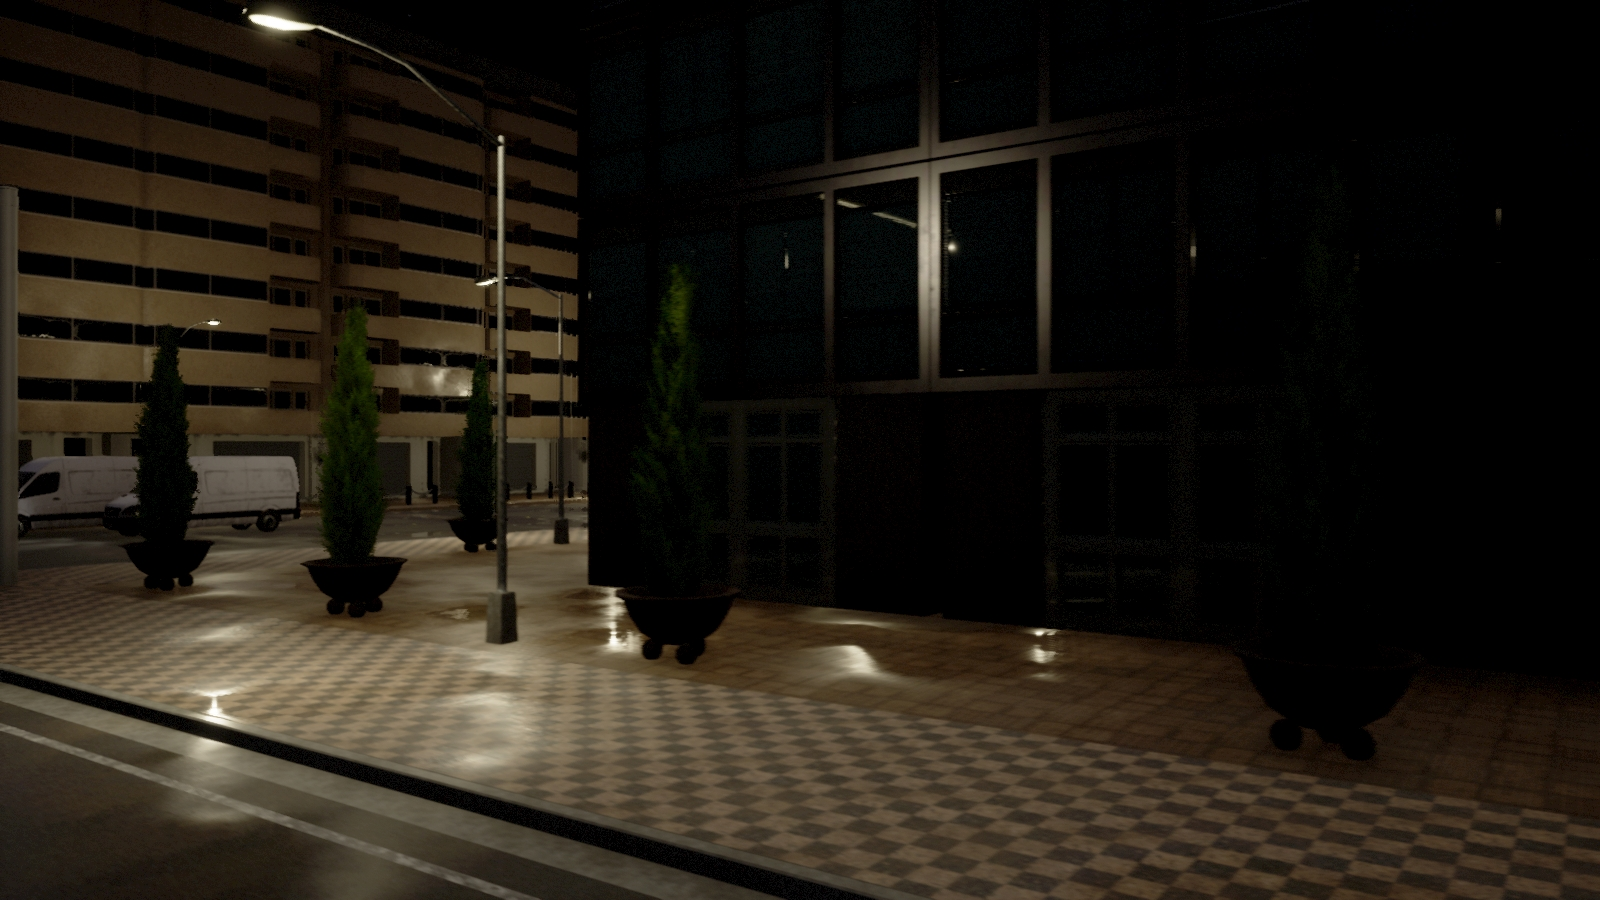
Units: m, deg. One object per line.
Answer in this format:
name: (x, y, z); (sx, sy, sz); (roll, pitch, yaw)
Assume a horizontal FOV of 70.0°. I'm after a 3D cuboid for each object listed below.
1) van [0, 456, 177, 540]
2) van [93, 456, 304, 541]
van: (-24.065, 1.490, 37.681); (1.988, 2.561, 5.915); (0, 0, 35)
van: (-19.723, 1.489, 37.801); (1.988, 2.561, 5.915); (0, 0, 35)
